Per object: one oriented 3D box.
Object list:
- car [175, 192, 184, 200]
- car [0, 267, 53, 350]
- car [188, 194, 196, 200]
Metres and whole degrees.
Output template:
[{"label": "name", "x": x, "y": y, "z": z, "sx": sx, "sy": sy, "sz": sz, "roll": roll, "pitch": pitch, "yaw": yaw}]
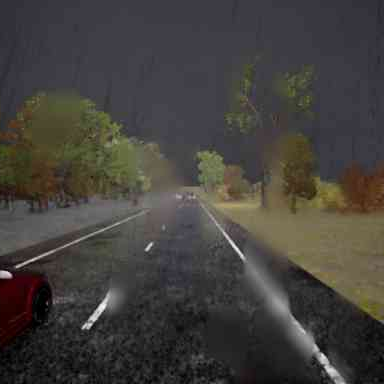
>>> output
[{"label": "car", "x": -3.499, "y": 1.411, "z": 86.723, "sx": 1.812, "sy": 1.442, "sz": 4.674, "roll": 0, "pitch": 0, "yaw": 0}, {"label": "car", "x": -3.500, "y": 1.562, "z": 4.338, "sx": 1.994, "sy": 1.385, "sz": 4.181, "roll": 0, "pitch": 0, "yaw": 0}, {"label": "car", "x": 0.001, "y": 1.366, "z": 86.306, "sx": 1.882, "sy": 1.535, "sz": 5.008, "roll": 0, "pitch": 0, "yaw": 0}]
